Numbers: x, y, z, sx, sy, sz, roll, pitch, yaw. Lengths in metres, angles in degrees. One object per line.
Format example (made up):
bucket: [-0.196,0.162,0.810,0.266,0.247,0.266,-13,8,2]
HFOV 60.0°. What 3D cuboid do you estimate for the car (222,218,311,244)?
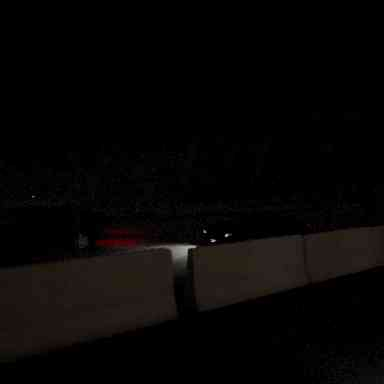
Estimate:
car: [2.995,1.541,14.637,5.357,1.411,2.033,0,0,-35]
